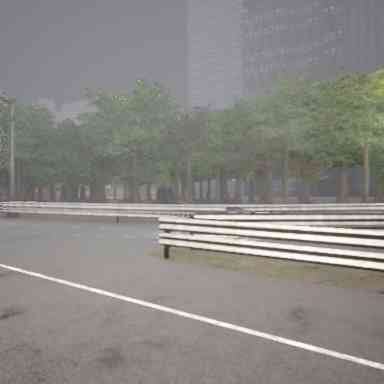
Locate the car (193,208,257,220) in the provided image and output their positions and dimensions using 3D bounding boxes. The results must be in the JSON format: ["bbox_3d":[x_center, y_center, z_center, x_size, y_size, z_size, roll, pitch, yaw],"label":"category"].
[{"bbox_3d":[1.920,1.540,17.358,4.181,1.385,1.994,-1,0,13],"label":"car"}]
